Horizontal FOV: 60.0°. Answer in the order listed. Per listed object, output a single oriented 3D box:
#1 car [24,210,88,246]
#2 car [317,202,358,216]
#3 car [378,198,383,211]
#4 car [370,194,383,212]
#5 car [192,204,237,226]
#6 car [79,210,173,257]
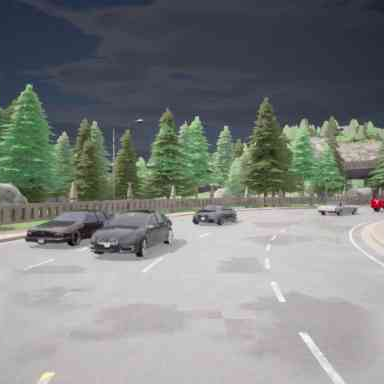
[{"bbox_3d":[-5.191,1.547,15.601,2.033,1.411,5.357,0,0,16],"label":"car"},{"bbox_3d":[14.418,1.601,32.720,4.718,1.301,1.895,0,0,-39],"label":"car"},{"bbox_3d":[21.453,1.547,33.160,5.357,1.411,2.033,0,0,-29],"label":"car"},{"bbox_3d":[22.934,1.221,37.809,5.566,2.045,2.150,0,0,-22],"label":"car"},{"bbox_3d":[1.656,1.564,23.523,1.994,1.385,4.181,0,0,28],"label":"car"},{"bbox_3d":[-2.158,1.507,13.130,1.837,1.490,4.892,0,-1,14],"label":"car"}]
